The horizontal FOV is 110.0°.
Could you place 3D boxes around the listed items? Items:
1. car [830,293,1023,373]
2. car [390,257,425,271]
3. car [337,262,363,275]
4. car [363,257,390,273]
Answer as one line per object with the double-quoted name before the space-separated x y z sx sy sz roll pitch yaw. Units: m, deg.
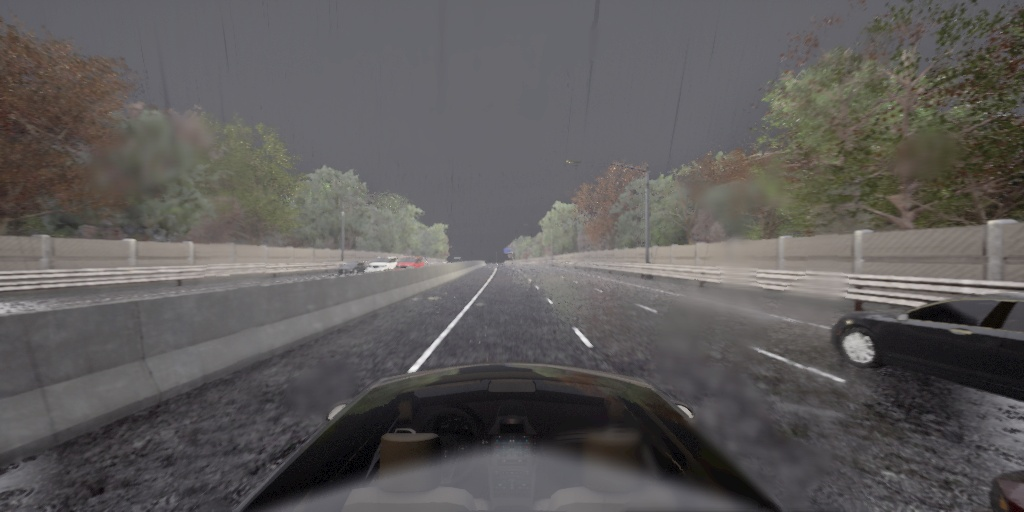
"car" 7.096 1.254 4.935 1.837 1.490 4.892 0 0 0
"car" -10.933 1.087 38.739 2.150 2.045 5.566 0 0 -1
"car" -17.973 1.385 40.668 1.837 1.490 4.892 0 0 -1
"car" -14.469 1.096 40.703 2.150 2.045 5.566 0 0 -1
